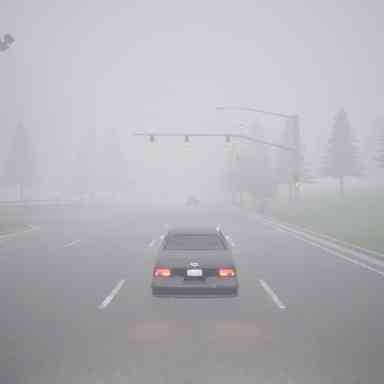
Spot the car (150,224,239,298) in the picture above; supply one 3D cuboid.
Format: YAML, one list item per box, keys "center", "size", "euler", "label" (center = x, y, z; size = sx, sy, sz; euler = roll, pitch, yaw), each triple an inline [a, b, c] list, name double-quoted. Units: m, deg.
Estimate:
- center: [0.070, 1.547, 8.694]
  size: [2.033, 1.411, 5.357]
  euler: [0, 0, 0]
  label: "car"

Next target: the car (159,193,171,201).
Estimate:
- center: [-6.959, 1.217, 83.409]
  size: [2.150, 2.045, 5.566]
  euler: [0, 0, 0]
  label: "car"

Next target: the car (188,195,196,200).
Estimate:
- center: [0.046, 1.540, 94.209]
  size: [2.033, 1.411, 5.357]
  euler: [0, 0, 0]
  label: "car"

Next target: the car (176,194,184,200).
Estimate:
- center: [-3.454, 1.357, 93.798]
  size: [2.128, 1.511, 4.902]
  euler: [0, 0, 0]
  label: "car"

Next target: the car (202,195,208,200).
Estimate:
- center: [3.546, 1.500, 94.208]
  size: [1.837, 1.490, 4.892]
  euler: [0, 0, 0]
  label: "car"

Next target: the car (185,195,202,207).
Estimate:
- center: [0.023, 1.352, 52.733]
  size: [2.097, 1.767, 4.553]
  euler: [0, 0, 0]
  label: "car"

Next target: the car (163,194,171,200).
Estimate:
- center: [-6.954, 1.385, 93.799]
  size: [1.994, 1.385, 4.181]
  euler: [0, 0, 0]
  label: "car"

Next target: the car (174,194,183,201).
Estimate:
- center: [-3.459, 1.516, 83.794]
  size: [1.812, 1.442, 4.674]
  euler: [0, 0, 0]
  label: "car"
